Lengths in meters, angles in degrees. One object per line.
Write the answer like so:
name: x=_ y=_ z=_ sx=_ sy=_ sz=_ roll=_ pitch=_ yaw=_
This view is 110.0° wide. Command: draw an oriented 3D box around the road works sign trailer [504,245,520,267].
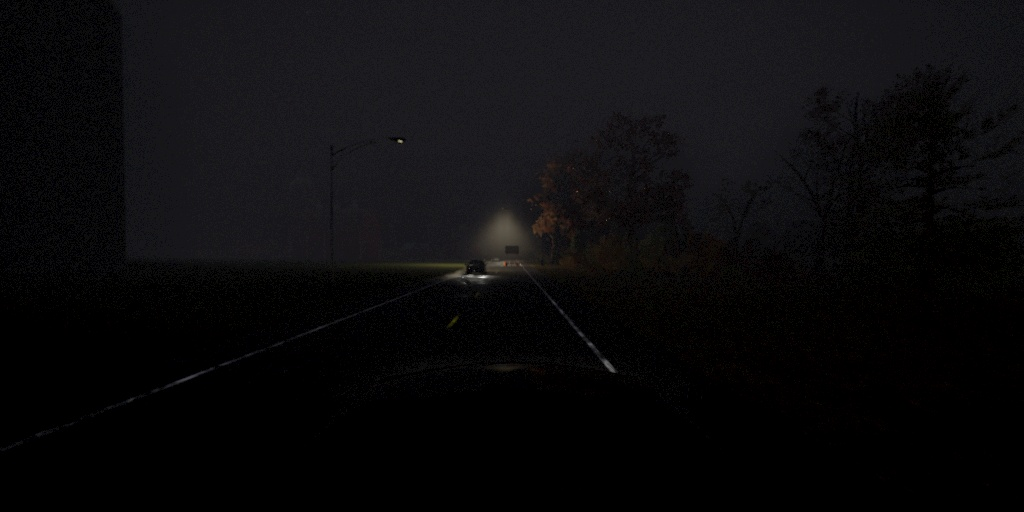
road works sign trailer: x=-0.003 y=-0.014 z=61.738 sx=2.380 sy=3.560 sz=2.880 roll=0 pitch=0 yaw=0

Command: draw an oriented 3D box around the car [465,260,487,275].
car: x=-3.601 y=1.127 z=36.526 sx=1.837 sy=1.490 sz=4.892 roll=0 pitch=0 yaw=0
